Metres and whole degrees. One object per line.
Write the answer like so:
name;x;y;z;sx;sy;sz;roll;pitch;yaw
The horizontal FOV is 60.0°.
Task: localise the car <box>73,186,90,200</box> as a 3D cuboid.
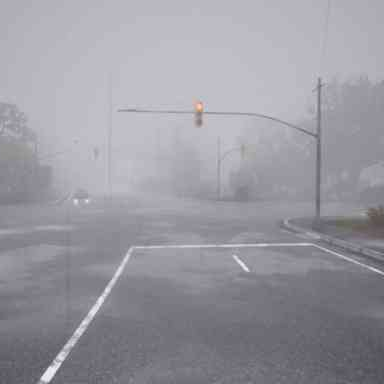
car;-15.427;0.327;46.470;1.837;1.490;4.892;-1;4;-18
